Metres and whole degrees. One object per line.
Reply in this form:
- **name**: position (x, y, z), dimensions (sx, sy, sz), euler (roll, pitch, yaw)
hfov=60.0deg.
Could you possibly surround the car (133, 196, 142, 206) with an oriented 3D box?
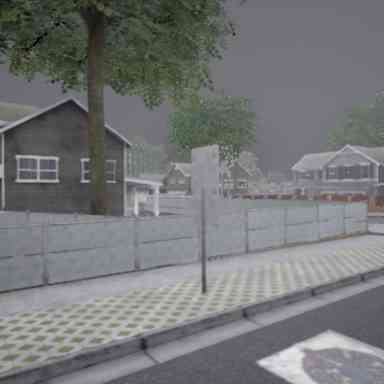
- **car**: position (-9.725, 1.433, 53.257), dimensions (2.128, 1.511, 4.902), euler (0, 0, -36)
